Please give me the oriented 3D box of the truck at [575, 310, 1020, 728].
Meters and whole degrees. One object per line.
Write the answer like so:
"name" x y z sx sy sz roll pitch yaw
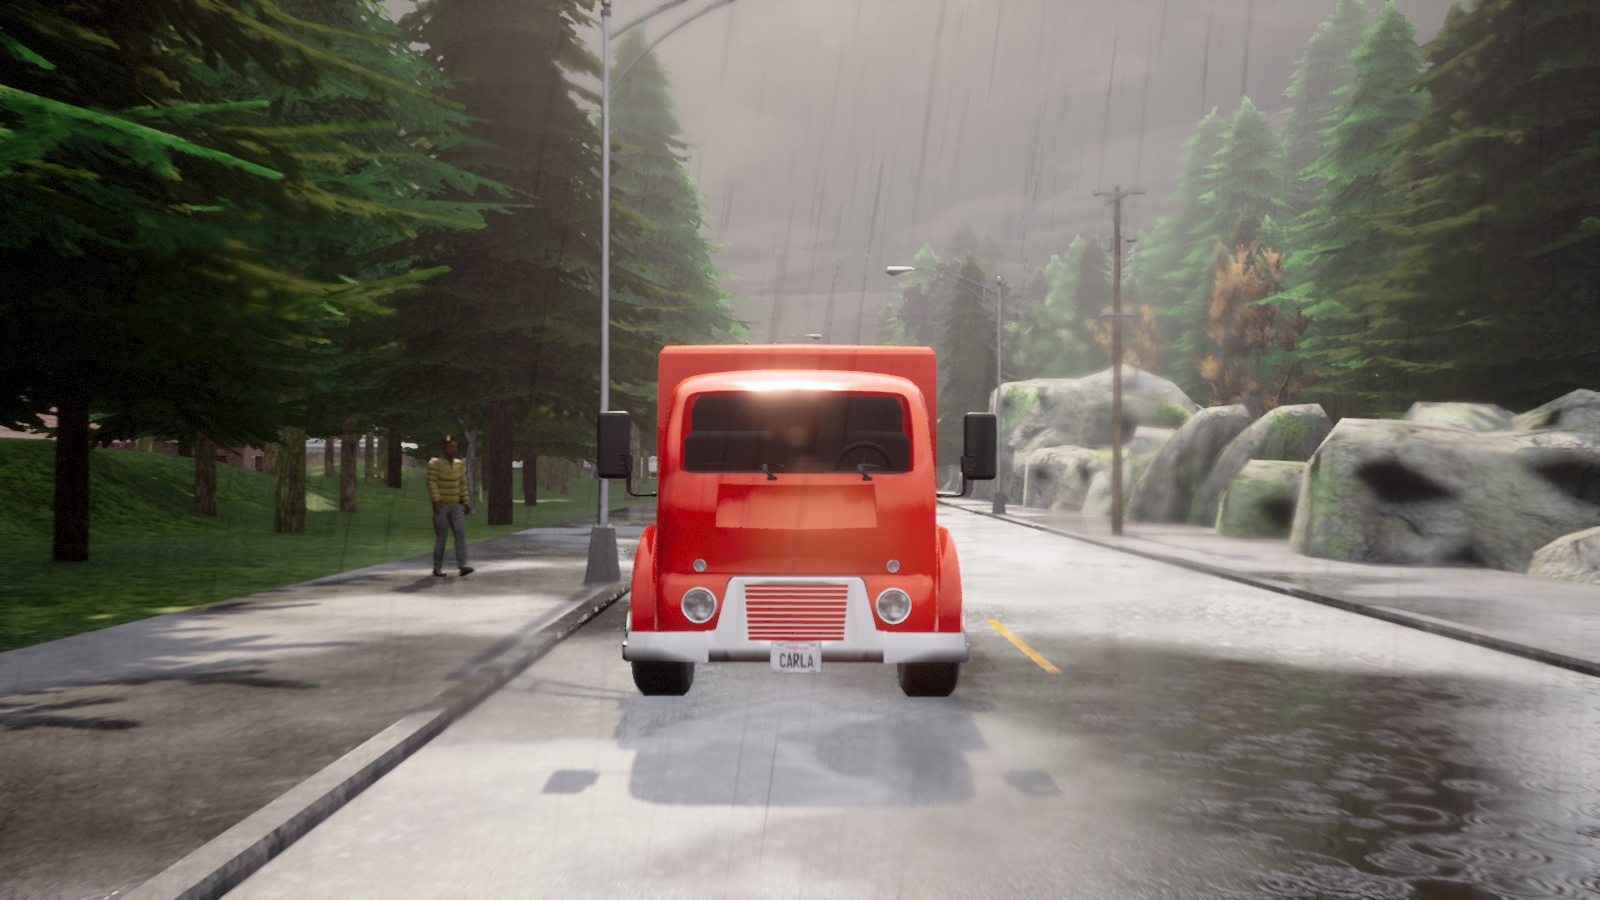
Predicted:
"truck" -0.023 0.462 10.041 2.627 2.467 5.204 0 -1 0

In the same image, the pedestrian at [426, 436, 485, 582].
"pedestrian" -4.448 0.750 16.199 0.709 1.840 0.431 -1 -1 45
